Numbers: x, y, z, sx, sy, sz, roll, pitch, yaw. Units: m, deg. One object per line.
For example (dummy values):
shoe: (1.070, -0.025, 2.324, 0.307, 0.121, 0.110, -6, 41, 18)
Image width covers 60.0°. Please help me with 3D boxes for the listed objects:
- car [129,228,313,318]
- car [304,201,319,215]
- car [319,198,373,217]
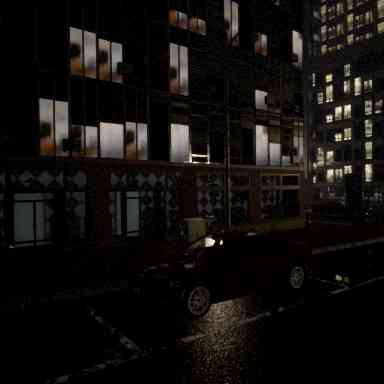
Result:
car: (0.815, 1.543, 7.361, 4.507, 1.381, 1.887, 0, -1, -36)
car: (9.220, 1.451, 31.325, 2.008, 1.369, 4.403, -1, 1, -35)
car: (13.451, 1.491, 29.784, 1.895, 1.301, 4.718, -1, 1, -36)
